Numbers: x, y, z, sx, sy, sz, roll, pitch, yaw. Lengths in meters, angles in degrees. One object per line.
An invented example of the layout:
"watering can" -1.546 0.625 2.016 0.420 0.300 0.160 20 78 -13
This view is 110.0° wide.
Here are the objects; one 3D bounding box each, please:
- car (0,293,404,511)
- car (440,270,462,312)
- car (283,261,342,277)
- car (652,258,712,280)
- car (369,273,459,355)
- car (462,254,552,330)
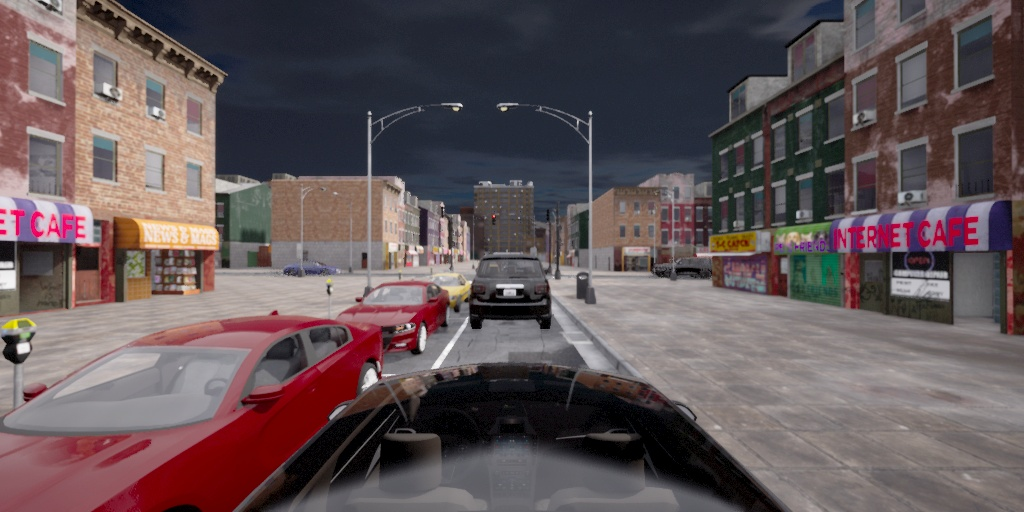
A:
"car" -2.636 1.292 3.216 1.888 1.381 4.507 0 0 0
"car" -2.626 1.260 14.034 1.751 1.417 4.829 0 0 0
"car" -17.396 1.129 31.291 4.674 1.442 1.812 0 0 0
"car" 16.479 1.160 34.388 5.566 2.045 2.150 1 0 0
"car" -2.631 1.285 8.710 1.888 1.381 4.507 0 0 0
"car" -0.020 0.959 11.205 2.150 2.045 5.566 0 0 1
